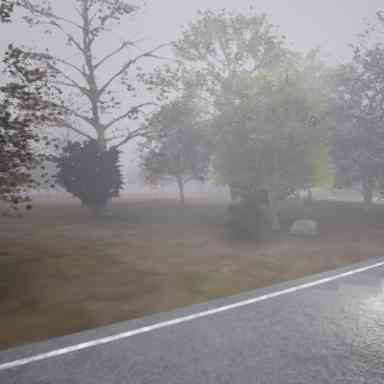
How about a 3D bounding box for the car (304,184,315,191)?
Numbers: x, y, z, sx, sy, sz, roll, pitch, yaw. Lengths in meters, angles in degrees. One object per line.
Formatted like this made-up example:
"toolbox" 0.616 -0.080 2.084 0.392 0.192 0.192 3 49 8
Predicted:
"car" 26.202 -1.061 75.171 1.812 1.442 4.674 -1 4 45
